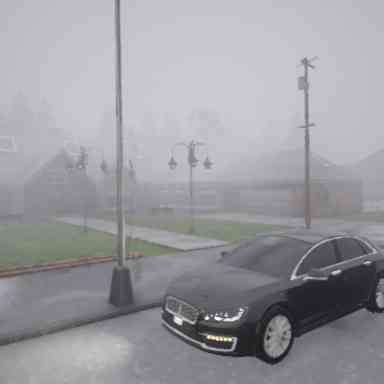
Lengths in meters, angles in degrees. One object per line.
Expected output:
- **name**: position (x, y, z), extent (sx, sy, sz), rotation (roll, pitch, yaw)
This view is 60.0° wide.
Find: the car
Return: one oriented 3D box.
- **car**: position (1.778, 1.458, 5.900), extent (4.892, 1.490, 1.837), rotation (-1, 0, -36)
